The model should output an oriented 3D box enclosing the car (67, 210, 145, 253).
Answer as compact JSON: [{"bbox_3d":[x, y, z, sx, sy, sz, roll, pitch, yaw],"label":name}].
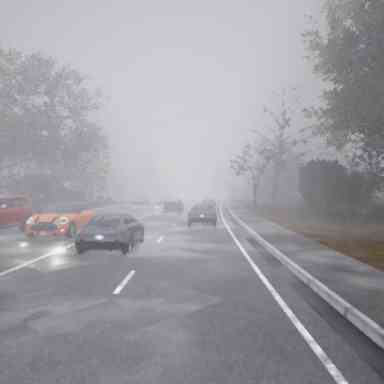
[{"bbox_3d":[-3.155,1.535,13.511,1.994,1.385,4.181,0,0,2],"label":"car"}]

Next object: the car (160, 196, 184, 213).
[{"bbox_3d":[-1.943,1.404,36.609,1.882,1.535,5.008,0,0,4],"label":"car"}]

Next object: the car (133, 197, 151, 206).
[{"bbox_3d":[-7.784,1.438,52.496,2.033,1.411,5.357,0,0,6],"label":"car"}]

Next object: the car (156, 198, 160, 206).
[{"bbox_3d":[-4.303,1.399,52.127,1.837,1.490,4.892,0,0,6],"label":"car"}]

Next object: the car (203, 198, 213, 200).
[{"bbox_3d":[2.073,1.482,42.893,1.994,1.385,4.181,0,0,5],"label":"car"}]

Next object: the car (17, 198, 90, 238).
[{"bbox_3d":[-6.666,1.313,17.267,2.097,1.767,4.553,0,0,2],"label":"car"}]

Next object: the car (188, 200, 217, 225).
[{"bbox_3d":[0.751,1.518,23.617,1.994,1.385,4.181,0,0,3],"label":"car"}]

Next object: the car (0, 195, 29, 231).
[{"bbox_3d":[-10.177,1.180,16.959,2.150,2.045,5.566,0,0,2],"label":"car"}]
